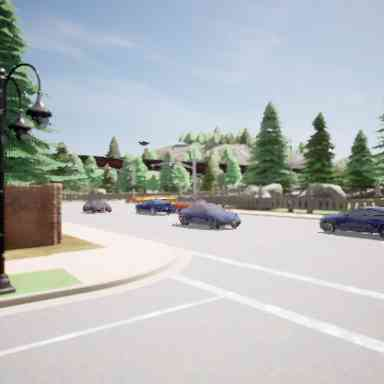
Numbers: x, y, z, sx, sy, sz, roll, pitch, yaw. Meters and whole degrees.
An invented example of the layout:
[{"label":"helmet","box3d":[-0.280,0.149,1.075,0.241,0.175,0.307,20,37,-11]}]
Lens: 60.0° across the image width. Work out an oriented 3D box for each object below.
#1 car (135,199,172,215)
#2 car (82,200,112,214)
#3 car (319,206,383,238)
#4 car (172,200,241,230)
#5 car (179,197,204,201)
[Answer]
[{"label":"car","box3d":[-3.874,1.413,33.114,1.882,1.535,5.008,0,-1,-38]},{"label":"car","box3d":[-10.060,1.562,35.221,1.994,1.385,4.181,0,0,-38]},{"label":"car","box3d":[8.797,1.454,16.742,1.812,1.442,4.674,0,0,-38]},{"label":"car","box3d":[0.991,1.481,20.822,1.812,1.442,4.674,0,0,-38]},{"label":"car","box3d":[-0.406,1.263,34.353,2.097,1.767,4.553,0,0,-38]}]
